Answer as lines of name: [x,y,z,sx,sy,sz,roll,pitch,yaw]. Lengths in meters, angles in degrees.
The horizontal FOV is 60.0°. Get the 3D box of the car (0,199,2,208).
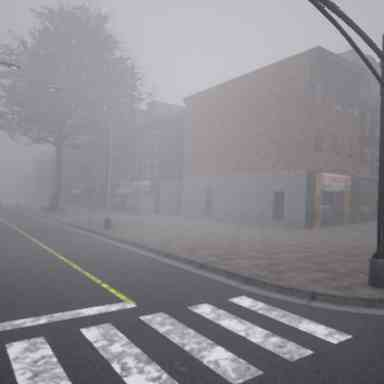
car: [-28.661,1.496,48.060,1.837,1.490,4.892,2,-2,-36]
